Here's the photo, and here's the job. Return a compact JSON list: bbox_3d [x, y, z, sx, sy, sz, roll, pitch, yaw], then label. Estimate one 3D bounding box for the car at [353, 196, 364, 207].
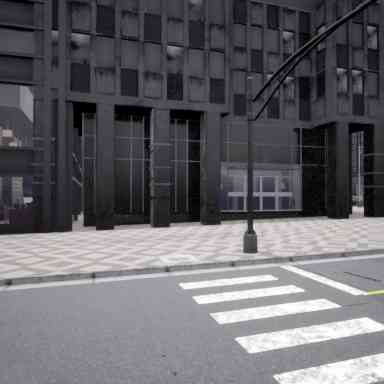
[{"bbox_3d":[21.270,1.230,42.286,1.837,1.490,4.892,0,-1,-17],"label":"car"}]
